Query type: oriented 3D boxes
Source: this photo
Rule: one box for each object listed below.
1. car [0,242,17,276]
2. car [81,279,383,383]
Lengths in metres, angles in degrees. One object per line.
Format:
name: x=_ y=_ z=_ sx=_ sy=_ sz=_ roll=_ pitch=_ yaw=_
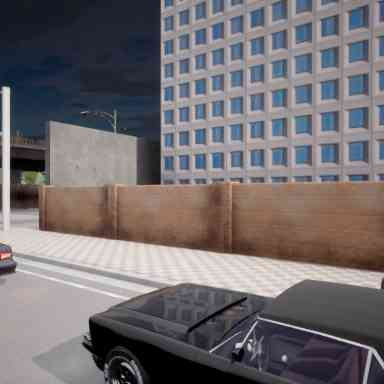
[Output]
car: x=-6.747 y=1.547 z=8.804 sx=5.357 sy=1.411 sz=2.033 roll=0 pitch=0 yaw=36
car: x=1.059 y=1.601 z=3.229 sx=4.718 sy=1.301 sz=1.895 roll=0 pitch=0 yaw=36
